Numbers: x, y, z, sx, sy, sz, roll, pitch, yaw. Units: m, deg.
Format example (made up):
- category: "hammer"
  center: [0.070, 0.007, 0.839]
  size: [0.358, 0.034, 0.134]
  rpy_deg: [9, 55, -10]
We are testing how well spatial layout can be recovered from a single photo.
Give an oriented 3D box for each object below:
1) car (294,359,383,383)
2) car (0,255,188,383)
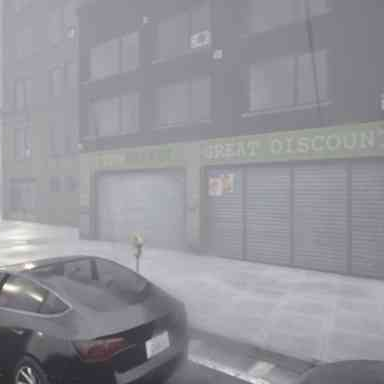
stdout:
- category: "car"
  center: [2.463, 1.556, 1.322]
  size: [4.403, 1.369, 2.008]
  rpy_deg: [0, 0, 36]
- category: "car"
  center: [-2.031, 1.550, 4.534]
  size: [4.313, 1.339, 1.947]
  rpy_deg: [0, 0, 36]
